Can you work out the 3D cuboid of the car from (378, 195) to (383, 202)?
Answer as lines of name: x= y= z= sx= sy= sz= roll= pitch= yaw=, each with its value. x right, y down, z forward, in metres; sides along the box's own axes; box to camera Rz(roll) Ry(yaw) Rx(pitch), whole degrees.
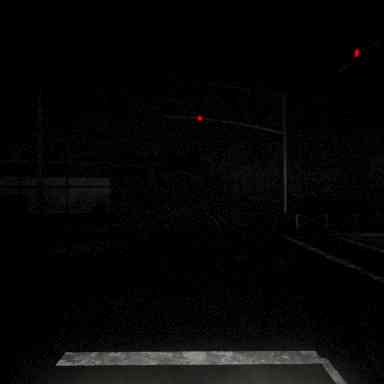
car: x=38.686 y=1.154 z=62.739 sx=5.027 sy=1.636 sz=2.152 roll=0 pitch=0 yaw=0

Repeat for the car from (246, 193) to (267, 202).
car: x=13.410 y=1.077 z=69.065 sx=3.866 sy=1.878 sz=1.905 roll=0 pitch=0 yaw=0

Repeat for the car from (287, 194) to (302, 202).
car: x=21.291 y=1.097 z=65.809 sx=4.605 sy=1.855 sz=1.932 roll=0 pitch=0 yaw=0

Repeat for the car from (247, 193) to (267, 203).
car: x=12.812 y=1.361 z=65.738 sx=3.806 sy=1.475 sz=1.970 roll=0 pitch=0 yaw=0

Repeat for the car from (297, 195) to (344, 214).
car: x=12.999 y=1.330 z=31.481 sx=5.027 sy=1.636 sz=2.152 roll=0 pitch=0 yaw=0

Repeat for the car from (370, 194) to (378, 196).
car: x=38.338 y=1.232 z=69.156 sx=3.806 sy=1.475 sz=1.970 roll=0 pitch=0 yaw=0

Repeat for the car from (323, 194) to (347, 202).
car: x=31.274 y=1.298 z=72.790 sx=4.514 sy=1.523 sz=2.007 roll=0 pitch=0 yaw=0

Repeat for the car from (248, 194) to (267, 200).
car: x=18.080 y=1.334 z=91.697 sx=4.902 sy=1.511 sz=2.128 roll=0 pitch=0 yaw=0

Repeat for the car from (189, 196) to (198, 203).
car: x=0.232 y=1.547 z=69.759 sx=2.033 sy=1.411 sz=5.357 roll=0 pitch=0 yaw=0

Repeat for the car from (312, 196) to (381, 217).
car: x=13.063 y=1.340 z=28.344 sx=4.514 sy=1.523 sz=2.007 roll=0 pitch=0 yaw=0

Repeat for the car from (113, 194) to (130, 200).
car: x=-19.455 y=1.333 z=91.650 sx=4.674 sy=1.442 sz=1.812 roll=0 pitch=0 yaw=0

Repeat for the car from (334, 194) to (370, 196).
car: x=20.626 y=1.320 z=43.357 sx=3.633 sy=1.501 sz=1.845 roll=0 pitch=0 yaw=0
